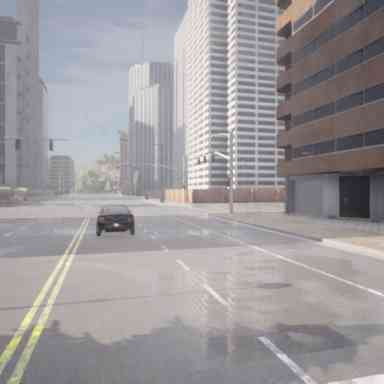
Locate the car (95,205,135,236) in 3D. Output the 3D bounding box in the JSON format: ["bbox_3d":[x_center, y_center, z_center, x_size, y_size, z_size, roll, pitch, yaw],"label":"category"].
[{"bbox_3d":[-4.235,1.424,18.279,1.882,1.535,5.008,0,0,-15],"label":"car"}]
